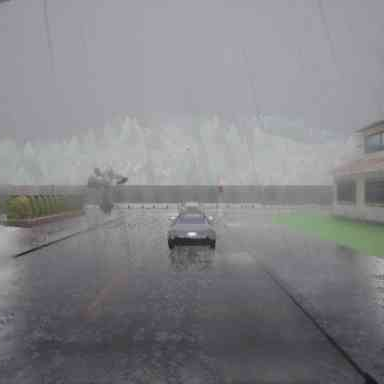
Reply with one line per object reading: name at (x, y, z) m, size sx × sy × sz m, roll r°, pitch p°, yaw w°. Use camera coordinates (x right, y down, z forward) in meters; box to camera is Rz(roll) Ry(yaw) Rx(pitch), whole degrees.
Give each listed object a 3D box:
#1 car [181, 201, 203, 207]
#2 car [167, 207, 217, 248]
car at (0.000, 1.532, 29.650) m, size 1.812 × 1.442 × 4.674 m, roll 0°, pitch 0°, yaw 0°
car at (0.000, 1.571, 14.650) m, size 1.994 × 1.385 × 4.181 m, roll 0°, pitch 0°, yaw 0°
